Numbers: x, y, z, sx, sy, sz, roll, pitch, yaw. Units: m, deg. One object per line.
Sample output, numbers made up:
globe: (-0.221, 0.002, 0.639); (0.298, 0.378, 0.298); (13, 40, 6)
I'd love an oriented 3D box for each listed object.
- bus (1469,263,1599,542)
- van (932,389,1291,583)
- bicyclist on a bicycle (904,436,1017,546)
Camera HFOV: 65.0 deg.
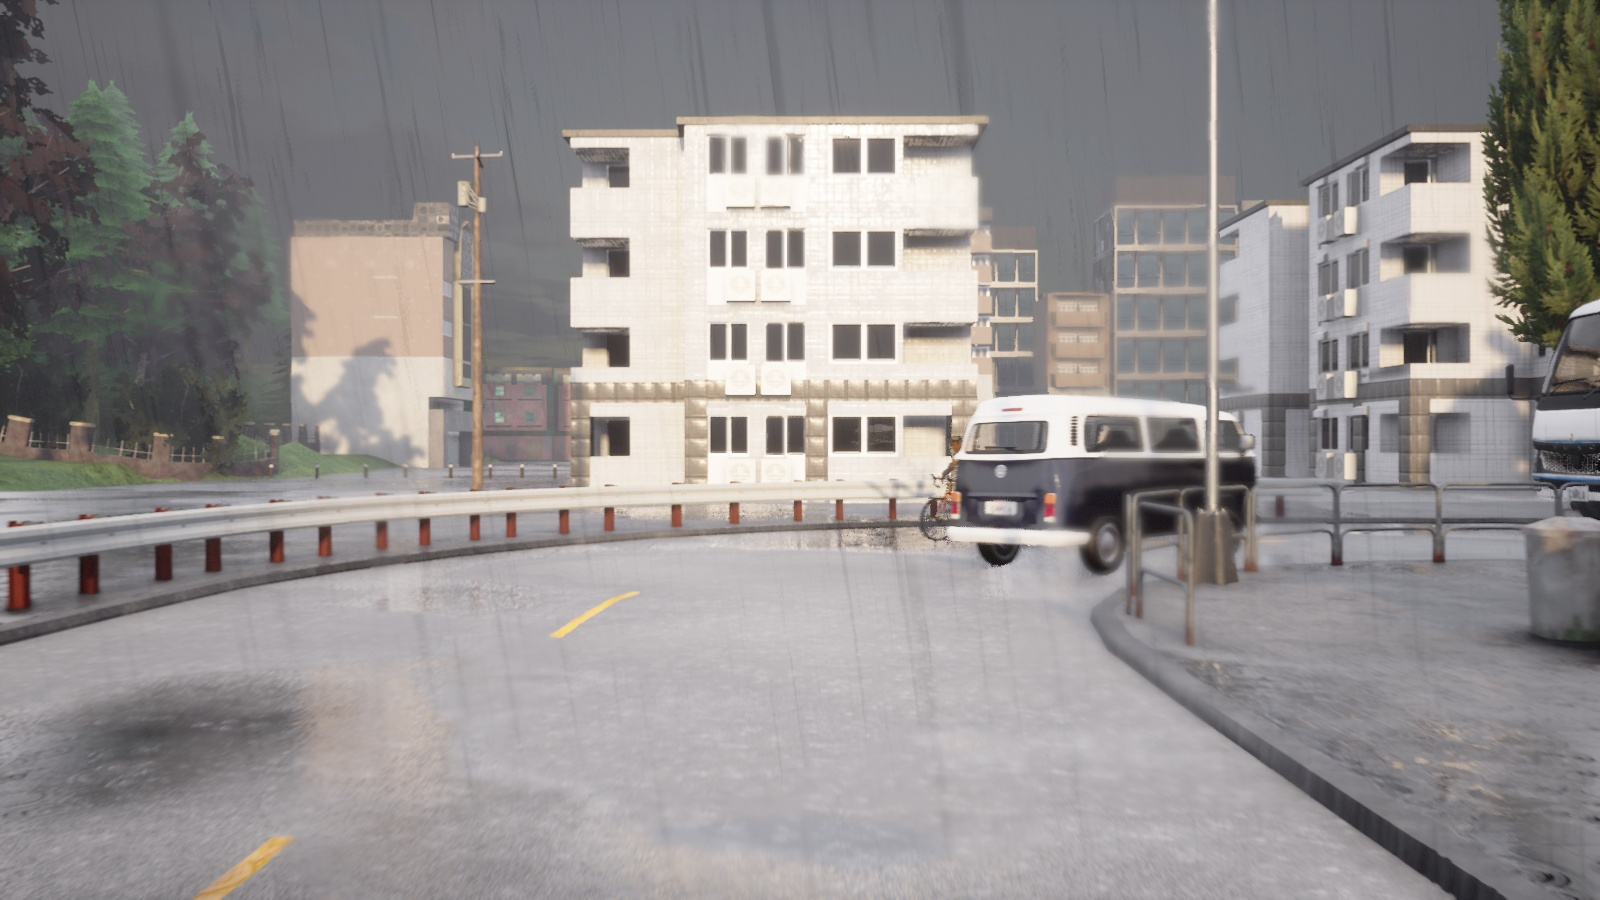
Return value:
bus: (17.329, -0.734, 20.888); (10.273, 4.253, 3.944); (0, 0, 0)
van: (3.924, 0.387, 15.415); (4.480, 2.038, 2.069); (0, -1, -41)
bicyclist on a bicycle: (2.461, 0.595, 19.212); (1.656, 1.620, 0.582); (-1, 2, -28)
